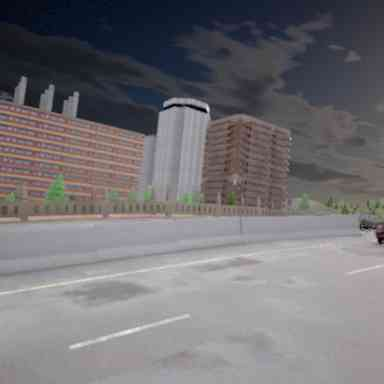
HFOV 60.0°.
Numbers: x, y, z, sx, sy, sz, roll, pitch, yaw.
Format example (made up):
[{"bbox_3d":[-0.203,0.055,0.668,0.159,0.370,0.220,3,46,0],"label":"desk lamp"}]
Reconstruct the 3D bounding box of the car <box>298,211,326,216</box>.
[{"bbox_3d":[11.928,2.480,29.695,4.718,1.301,1.895,6,-4,-35],"label":"car"}]

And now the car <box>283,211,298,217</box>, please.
[{"bbox_3d":[10.969,2.563,33.308,4.181,1.385,1.994,7,-4,-35],"label":"car"}]

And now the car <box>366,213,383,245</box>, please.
[{"bbox_3d":[10.259,1.750,15.362,4.674,1.442,1.812,3,-2,-35],"label":"car"}]

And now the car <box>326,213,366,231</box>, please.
[{"bbox_3d":[13.274,2.354,26.356,5.357,1.411,2.033,6,-3,-35],"label":"car"}]
